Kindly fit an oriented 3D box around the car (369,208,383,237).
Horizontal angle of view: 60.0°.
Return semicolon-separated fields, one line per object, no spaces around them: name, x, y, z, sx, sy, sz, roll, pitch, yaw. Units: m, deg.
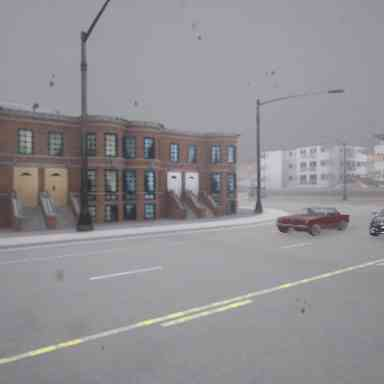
car;10.169;1.347;16.169;1.837;1.490;4.892;1;1;42

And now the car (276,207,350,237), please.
car;6.429;1.464;17.449;4.718;1.301;1.895;-1;0;-42

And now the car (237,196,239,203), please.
car;5.911;0.979;58.478;2.150;2.045;5.566;-1;0;-34
